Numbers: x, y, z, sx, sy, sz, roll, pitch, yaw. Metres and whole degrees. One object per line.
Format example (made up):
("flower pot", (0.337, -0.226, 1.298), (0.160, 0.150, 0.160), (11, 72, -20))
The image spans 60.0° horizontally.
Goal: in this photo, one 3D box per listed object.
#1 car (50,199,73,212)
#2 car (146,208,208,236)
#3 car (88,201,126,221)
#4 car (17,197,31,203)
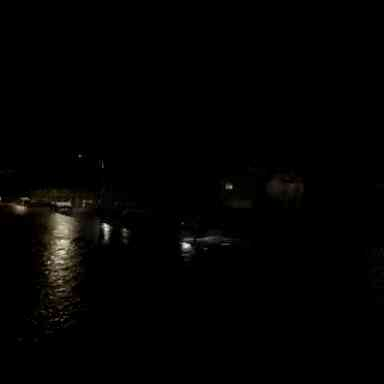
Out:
("car", (-15.959, 1.612, 40.691), (1.812, 1.442, 4.674), (2, -2, -34))
("car", (-0.914, 1.626, 18.719), (1.994, 1.385, 4.181), (2, -1, -34))
("car", (-7.169, 1.529, 27.844), (1.882, 1.535, 5.008), (2, -1, -34))
("car", (-41.789, 2.179, 83.268), (1.895, 1.301, 4.718), (2, -2, -34))
